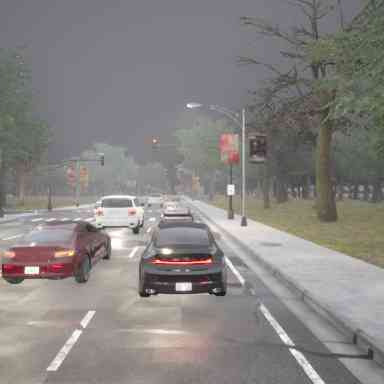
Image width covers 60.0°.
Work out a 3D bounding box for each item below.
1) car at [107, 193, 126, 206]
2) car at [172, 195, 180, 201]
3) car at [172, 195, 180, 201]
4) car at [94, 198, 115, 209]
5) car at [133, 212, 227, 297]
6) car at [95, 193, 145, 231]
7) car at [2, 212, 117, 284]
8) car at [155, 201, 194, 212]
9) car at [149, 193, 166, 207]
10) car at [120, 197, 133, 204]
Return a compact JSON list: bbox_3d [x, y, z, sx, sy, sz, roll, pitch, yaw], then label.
[{"bbox_3d":[-12.525,1.249,55.762,2.150,2.045,5.566,0,0,-2],"label":"car"},{"bbox_3d":[-4.185,1.473,86.404,2.128,1.511,4.902,0,0,-3],"label":"car"},{"bbox_3d":[-3.674,1.592,76.001,2.033,1.411,5.357,0,0,-3],"label":"car"},{"bbox_3d":[-12.057,1.544,45.972,1.812,1.442,4.674,0,0,-3],"label":"car"},{"bbox_3d":[-0.264,1.506,8.579,1.837,1.490,4.892,0,0,-3],"label":"car"},{"bbox_3d":[-4.016,1.226,19.224,2.150,2.045,5.566,0,0,-5],"label":"car"},{"bbox_3d":[-3.566,1.527,9.480,1.812,1.442,4.674,0,0,-3],"label":"car"},{"bbox_3d":[-0.869,1.496,18.894,2.128,1.511,4.902,0,0,-3],"label":"car"},{"bbox_3d":[-5.611,1.245,52.244,2.150,2.045,5.566,0,0,-3],"label":"car"},{"bbox_3d":[-12.969,1.641,66.119,1.895,1.301,4.718,0,0,-2],"label":"car"}]
